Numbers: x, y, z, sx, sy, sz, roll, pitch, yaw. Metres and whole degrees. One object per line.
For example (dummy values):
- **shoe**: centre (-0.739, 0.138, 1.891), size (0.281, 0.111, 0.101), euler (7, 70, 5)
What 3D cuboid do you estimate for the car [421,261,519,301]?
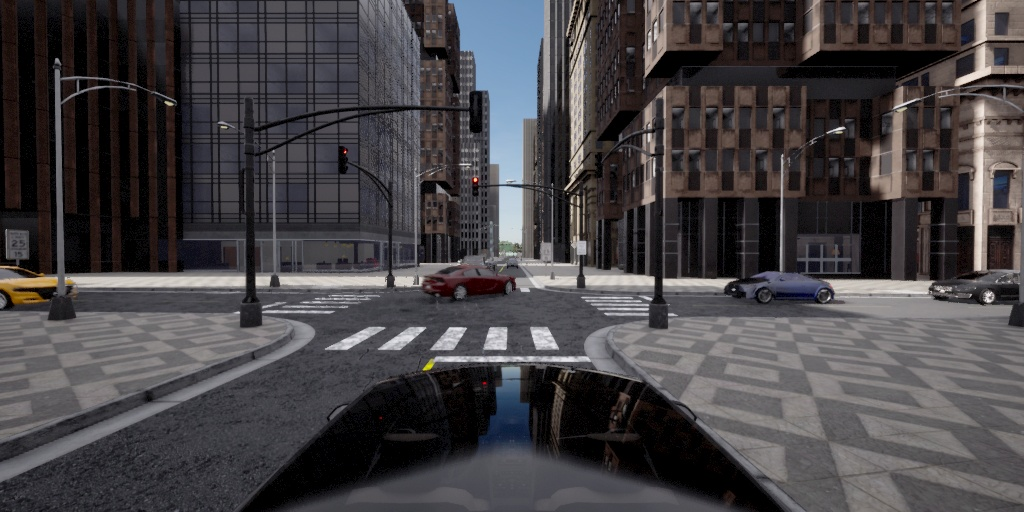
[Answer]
- **car**: centre (-1.931, 1.192, 17.320), size (1.882, 1.535, 5.008), euler (2, 2, 44)

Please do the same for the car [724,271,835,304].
- **car**: centre (12.230, 1.389, 16.558), size (4.181, 1.385, 1.994), euler (0, 1, 0)

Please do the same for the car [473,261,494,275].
- **car**: centre (-3.103, 1.290, 39.552), size (1.994, 1.385, 4.181), euler (0, 0, 0)

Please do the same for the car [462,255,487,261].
- **car**: centre (-3.108, 0.957, 29.526), size (2.150, 2.045, 5.566), euler (0, 0, 0)

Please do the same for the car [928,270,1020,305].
- **car**: centre (22.312, 1.405, 16.578), size (4.892, 1.490, 1.837), euler (0, 1, 0)

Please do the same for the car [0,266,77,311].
- **car**: centre (-19.325, 1.101, 13.287), size (5.008, 1.535, 1.882), euler (0, 1, 0)

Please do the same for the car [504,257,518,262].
- **car**: centre (0.074, 1.253, 58.201), size (2.033, 1.411, 5.357), euler (0, 0, 0)
